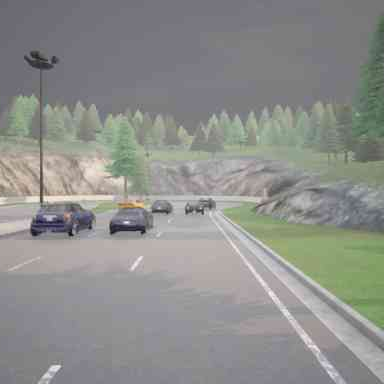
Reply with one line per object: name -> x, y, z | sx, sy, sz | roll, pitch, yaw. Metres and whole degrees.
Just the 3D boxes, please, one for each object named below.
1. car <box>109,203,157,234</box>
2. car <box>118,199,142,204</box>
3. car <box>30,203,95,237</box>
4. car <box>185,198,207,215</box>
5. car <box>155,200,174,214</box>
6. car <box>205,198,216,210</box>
car -> -3.400, 1.564, 19.264 | 1.994, 1.385, 4.181 | 0, 0, 0
car -> -6.548, 1.478, 35.899 | 1.882, 1.535, 5.008 | 0, 0, 4
car -> -6.900, 1.352, 18.265 | 2.097, 1.767, 4.553 | 0, 0, 0
car -> 0.330, 1.601, 34.286 | 1.895, 1.301, 4.718 | 0, 0, 2
car -> -3.117, 1.563, 35.056 | 1.994, 1.385, 4.181 | 0, 0, 3
car -> 1.966, 1.492, 43.636 | 2.128, 1.511, 4.902 | 0, 0, 14
